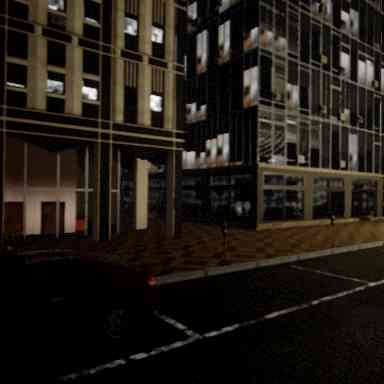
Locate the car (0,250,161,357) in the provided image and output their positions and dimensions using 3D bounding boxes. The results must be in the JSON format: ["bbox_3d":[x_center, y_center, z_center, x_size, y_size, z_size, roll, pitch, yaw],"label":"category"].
[{"bbox_3d":[-2.476,1.589,4.966,4.206,1.307,1.802,1,0,-36],"label":"car"}]
